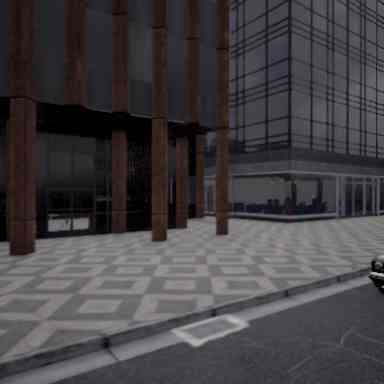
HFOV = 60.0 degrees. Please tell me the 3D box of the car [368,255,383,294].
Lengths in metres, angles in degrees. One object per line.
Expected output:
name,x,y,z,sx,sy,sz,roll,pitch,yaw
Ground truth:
car,6.019,1.603,7.553,4.718,1.301,1.895,0,0,-36
